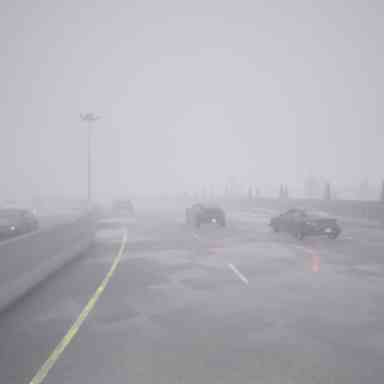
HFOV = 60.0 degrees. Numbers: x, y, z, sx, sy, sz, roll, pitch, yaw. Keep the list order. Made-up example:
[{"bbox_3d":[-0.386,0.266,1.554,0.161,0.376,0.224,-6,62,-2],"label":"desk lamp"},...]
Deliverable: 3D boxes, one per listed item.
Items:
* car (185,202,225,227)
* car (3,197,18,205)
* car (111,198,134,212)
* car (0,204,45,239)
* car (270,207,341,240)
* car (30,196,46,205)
[{"bbox_3d":[0.801,1.467,22.329,1.837,1.490,4.892,0,0,-12],"label":"car"},{"bbox_3d":[-30.926,1.601,56.599,1.994,1.385,4.181,0,0,-35],"label":"car"},{"bbox_3d":[-8.037,1.466,38.251,2.128,1.511,4.902,0,0,-23],"label":"car"},{"bbox_3d":[-8.816,1.537,16.165,1.812,1.442,4.674,0,0,-11],"label":"car"},{"bbox_3d":[5.498,1.478,16.529,1.812,1.442,4.674,0,0,-9],"label":"car"},{"bbox_3d":[-25.547,1.524,54.963,1.837,1.490,4.892,0,0,-34],"label":"car"}]
